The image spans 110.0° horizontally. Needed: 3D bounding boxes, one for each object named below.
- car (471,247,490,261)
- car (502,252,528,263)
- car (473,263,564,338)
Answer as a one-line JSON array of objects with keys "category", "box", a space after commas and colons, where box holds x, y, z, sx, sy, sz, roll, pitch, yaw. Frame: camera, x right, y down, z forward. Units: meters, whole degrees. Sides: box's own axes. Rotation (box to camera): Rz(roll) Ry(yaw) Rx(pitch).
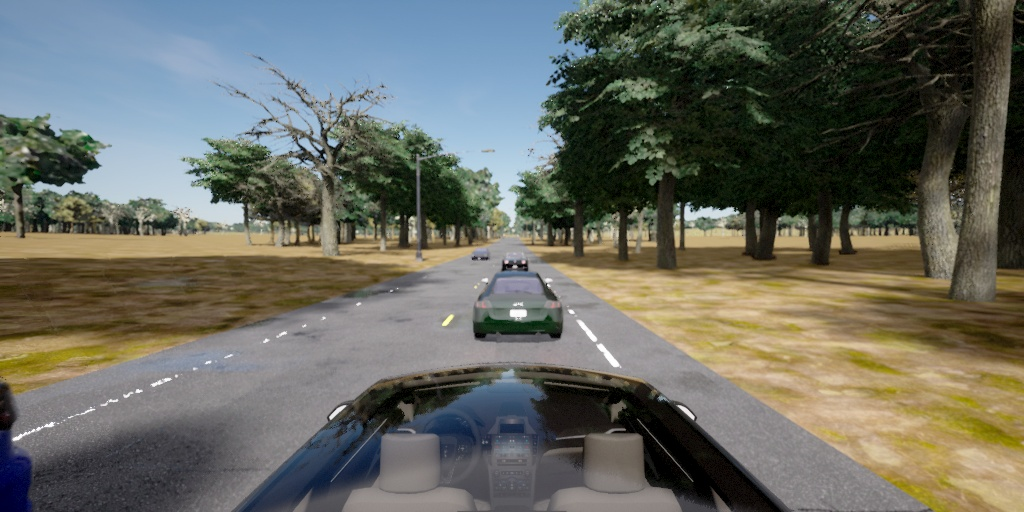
[{"category": "car", "box": [-3.408, -0.246, 40.090, 2.033, 1.411, 5.357, 0, 3, 0]}, {"category": "car", "box": [0.225, 0.363, 27.146, 1.895, 1.301, 4.718, 0, 2, 0]}, {"category": "car", "box": [0.135, 1.057, 9.234, 1.994, 1.385, 4.181, 0, 2, 0]}]
